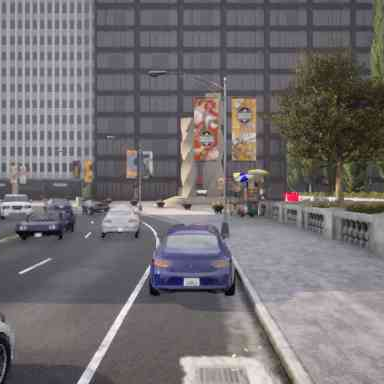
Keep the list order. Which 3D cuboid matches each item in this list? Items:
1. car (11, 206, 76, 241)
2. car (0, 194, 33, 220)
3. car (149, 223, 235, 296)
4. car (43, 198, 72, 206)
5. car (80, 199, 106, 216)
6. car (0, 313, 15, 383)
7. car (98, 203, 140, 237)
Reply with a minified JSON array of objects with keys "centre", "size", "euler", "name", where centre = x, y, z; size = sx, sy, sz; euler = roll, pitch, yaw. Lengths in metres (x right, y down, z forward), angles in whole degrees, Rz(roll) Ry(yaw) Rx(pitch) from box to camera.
[{"centre":[-7.158,1.596,16.829],"size":[1.895,1.301,4.718],"euler":[0,0,-10],"name":"car"},{"centre":[-14.950,1.215,28.329],"size":[2.150,2.045,5.566],"euler":[0,0,-29],"name":"car"},{"centre":[0.024,1.525,8.545],"size":[1.812,1.442,4.674],"euler":[0,0,1],"name":"car"},{"centre":[-12.781,1.342,31.499],"size":[2.097,1.767,4.553],"euler":[0,0,-32],"name":"car"},{"centre":[-9.766,1.500,33.278],"size":[1.837,1.490,4.892],"euler":[0,1,-32],"name":"car"},{"centre":[-3.017,1.524,2.012],"size":[1.812,1.442,4.674],"euler":[0,0,0],"name":"car"},{"centre":[-3.823,1.523,17.918],"size":[1.812,1.442,4.674],"euler":[0,0,-11],"name":"car"}]
